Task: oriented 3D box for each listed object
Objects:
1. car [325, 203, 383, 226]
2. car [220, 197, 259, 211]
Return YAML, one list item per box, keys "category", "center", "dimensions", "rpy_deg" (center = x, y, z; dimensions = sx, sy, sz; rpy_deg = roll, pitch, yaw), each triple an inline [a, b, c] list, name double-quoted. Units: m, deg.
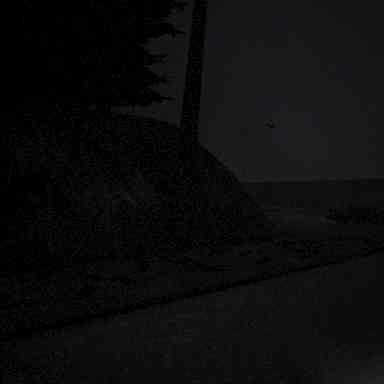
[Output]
- category: "car"
  center: [10.891, 1.407, 20.378]
  dimensions: [2.033, 1.411, 5.357]
  rpy_deg: [0, 0, -30]
- category: "car"
  center: [5.065, 1.318, 36.201]
  dimensions: [2.128, 1.511, 4.902]
  rpy_deg: [0, 0, -36]
